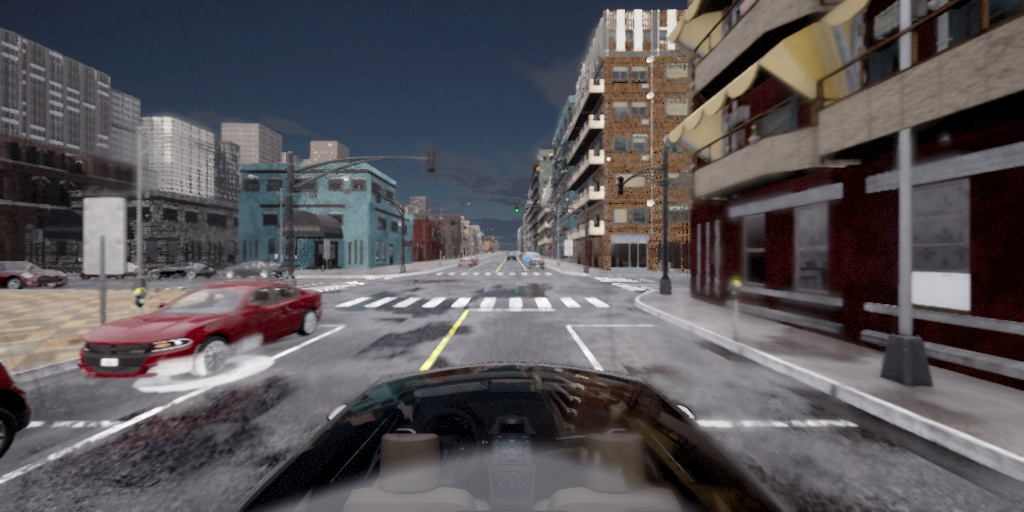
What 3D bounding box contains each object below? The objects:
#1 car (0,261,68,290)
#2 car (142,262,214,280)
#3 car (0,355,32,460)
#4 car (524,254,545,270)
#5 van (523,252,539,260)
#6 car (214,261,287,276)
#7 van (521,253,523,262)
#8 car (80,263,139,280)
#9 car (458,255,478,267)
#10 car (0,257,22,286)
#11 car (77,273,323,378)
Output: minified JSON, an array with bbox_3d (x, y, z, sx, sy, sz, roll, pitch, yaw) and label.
[{"bbox_3d":[-26.382,0.995,19.036,4.097,1.591,1.967,0,0,1],"label":"car"},{"bbox_3d":[-25.209,1.119,27.660,4.313,1.339,1.948,0,0,1],"label":"car"},{"bbox_3d":[-5.656,1.190,1.642,1.967,1.591,4.097,0,0,0],"label":"car"},{"bbox_3d":[2.672,0.750,39.809,2.007,1.370,4.403,0,0,0],"label":"car"},{"bbox_3d":[2.669,0.457,45.387,1.690,1.789,3.998,0,0,0],"label":"van"},{"bbox_3d":[-19.727,1.080,27.587,4.403,1.370,2.007,0,0,1],"label":"car"},{"bbox_3d":[2.664,0.289,56.549,1.690,1.789,3.998,0,0,0],"label":"van"},{"bbox_3d":[-30.689,1.160,27.732,4.207,1.307,1.802,0,0,1],"label":"car"},{"bbox_3d":[-5.712,0.698,45.348,1.802,1.307,4.207,0,0,0],"label":"car"},{"bbox_3d":[-33.540,0.940,21.863,4.553,1.767,2.097,0,0,1],"label":"car"},{"bbox_3d":[-5.659,1.217,7.287,1.888,1.381,4.507,0,0,0],"label":"car"}]
